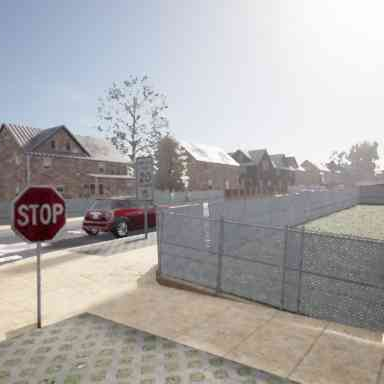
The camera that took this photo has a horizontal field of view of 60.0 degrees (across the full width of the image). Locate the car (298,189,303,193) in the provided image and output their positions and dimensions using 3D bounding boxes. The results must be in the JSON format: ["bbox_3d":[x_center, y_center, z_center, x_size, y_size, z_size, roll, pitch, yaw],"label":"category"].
[{"bbox_3d":[15.960,-0.033,45.530,1.994,1.385,4.181,-1,1,36],"label":"car"}]

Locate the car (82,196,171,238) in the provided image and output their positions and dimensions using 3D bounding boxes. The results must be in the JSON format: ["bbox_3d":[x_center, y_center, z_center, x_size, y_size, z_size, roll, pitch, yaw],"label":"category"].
[{"bbox_3d":[-2.728,0.955,15.476,2.097,1.767,4.553,-1,1,36],"label":"car"}]

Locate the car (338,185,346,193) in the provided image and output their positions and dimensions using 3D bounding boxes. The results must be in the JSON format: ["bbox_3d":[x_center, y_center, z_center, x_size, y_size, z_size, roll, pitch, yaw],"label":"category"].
[{"bbox_3d":[21.628,-0.306,48.599,2.033,1.411,5.357,-1,1,36],"label":"car"}]

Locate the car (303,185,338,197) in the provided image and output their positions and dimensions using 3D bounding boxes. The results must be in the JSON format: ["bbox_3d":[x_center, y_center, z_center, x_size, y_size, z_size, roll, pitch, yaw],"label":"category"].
[{"bbox_3d":[15.666,0.041,40.399,2.033,1.411,5.357,-1,1,37],"label":"car"}]
